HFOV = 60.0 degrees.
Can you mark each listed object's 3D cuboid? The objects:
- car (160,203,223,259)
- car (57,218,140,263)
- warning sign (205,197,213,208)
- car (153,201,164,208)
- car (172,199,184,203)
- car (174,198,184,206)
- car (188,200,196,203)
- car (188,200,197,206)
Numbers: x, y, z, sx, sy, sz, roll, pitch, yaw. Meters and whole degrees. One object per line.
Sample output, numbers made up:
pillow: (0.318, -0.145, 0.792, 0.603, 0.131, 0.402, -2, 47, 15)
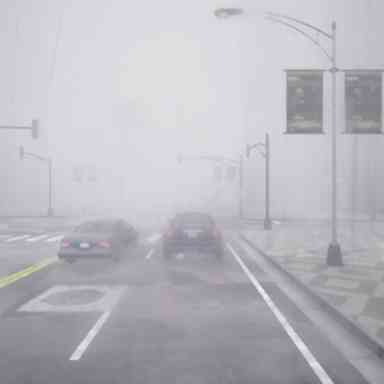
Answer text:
car: (0.062, 1.492, 13.422, 2.097, 1.767, 4.553, 0, -1, 1)
car: (-3.231, 1.679, 12.535, 2.033, 1.411, 5.357, 0, -1, 0)
warning sign: (2.918, 1.796, 56.288, 1.300, 1.860, 1.060, 1, 0, 0)
car: (-6.439, 2.382, 65.269, 2.033, 1.411, 5.357, 0, -1, 0)
car: (-3.176, 2.305, 71.817, 2.097, 1.767, 4.553, 0, -1, 0)
car: (-3.165, 2.399, 81.851, 2.097, 1.767, 4.553, 0, -1, 0)
car: (0.078, 2.475, 67.365, 1.895, 1.301, 4.718, 0, -1, 0)
car: (0.086, 2.584, 81.874, 2.033, 1.411, 5.357, 0, -1, 0)
